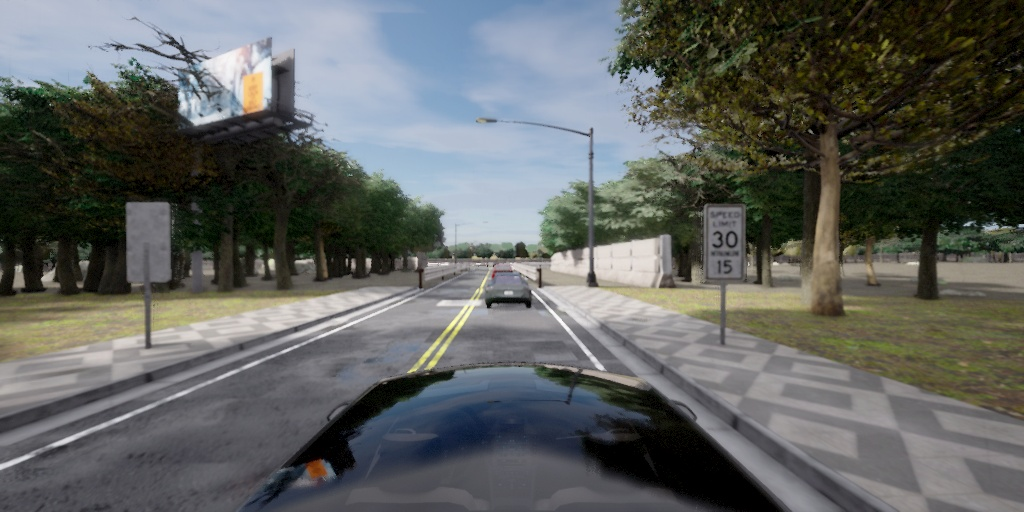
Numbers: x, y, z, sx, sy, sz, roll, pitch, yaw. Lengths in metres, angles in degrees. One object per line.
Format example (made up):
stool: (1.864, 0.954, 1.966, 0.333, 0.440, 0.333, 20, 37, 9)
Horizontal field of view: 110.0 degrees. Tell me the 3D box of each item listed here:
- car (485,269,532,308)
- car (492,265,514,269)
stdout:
car: (-0.178, 1.446, 16.184, 1.994, 1.385, 4.181, 0, 0, -2)
car: (-0.800, 1.499, 31.405, 1.882, 1.535, 5.008, 0, 0, -2)
